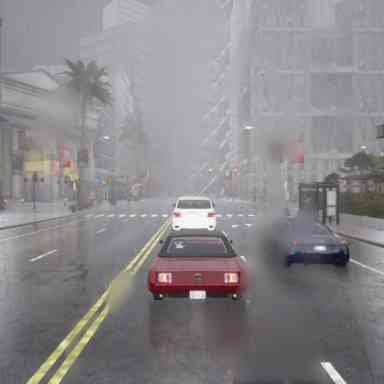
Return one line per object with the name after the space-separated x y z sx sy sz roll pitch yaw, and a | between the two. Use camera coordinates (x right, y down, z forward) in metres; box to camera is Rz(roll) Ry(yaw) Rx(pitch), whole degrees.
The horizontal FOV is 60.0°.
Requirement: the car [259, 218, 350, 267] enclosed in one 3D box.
3.612 1.564 11.407 1.994 1.385 4.181 0 0 0 | car

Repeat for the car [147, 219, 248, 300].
0.104 1.601 8.333 1.895 1.301 4.718 0 0 0 | car

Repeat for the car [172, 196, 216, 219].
0.096 1.221 18.101 2.150 2.045 5.566 0 0 0 | car
